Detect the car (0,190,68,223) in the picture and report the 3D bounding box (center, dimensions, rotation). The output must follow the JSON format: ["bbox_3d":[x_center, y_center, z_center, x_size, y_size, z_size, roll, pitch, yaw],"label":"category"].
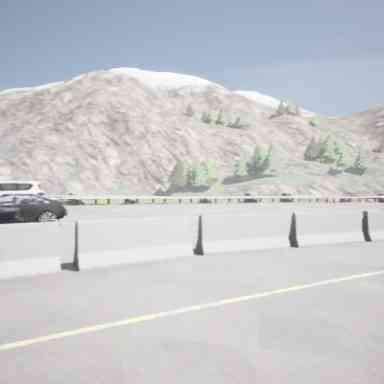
[{"bbox_3d":[-8.250,0.821,15.144,4.902,1.511,2.128,0,2,-31],"label":"car"}]

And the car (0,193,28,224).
[{"bbox_3d":[-8.377,0.939,10.989,5.008,1.535,1.882,0,2,-31],"label":"car"}]

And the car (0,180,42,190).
[{"bbox_3d":[-12.233,0.283,20.924,5.566,2.045,2.150,0,2,-31],"label":"car"}]
